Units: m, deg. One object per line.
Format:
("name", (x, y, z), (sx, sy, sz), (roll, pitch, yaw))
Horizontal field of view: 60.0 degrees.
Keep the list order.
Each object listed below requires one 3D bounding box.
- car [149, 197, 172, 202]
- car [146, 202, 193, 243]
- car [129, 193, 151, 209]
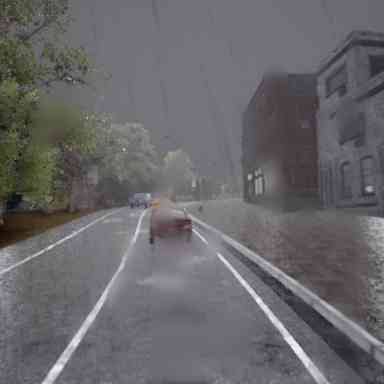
("car", (-3.121, 1.395, 34.686), (1.882, 1.535, 5.008), (0, 0, -4))
("car", (-1.102, 1.481, 16.321), (1.882, 1.535, 5.008), (0, 0, -6))
("car", (-6.714, 1.095, 44.189), (2.150, 2.045, 5.566), (-1, 0, 3))
